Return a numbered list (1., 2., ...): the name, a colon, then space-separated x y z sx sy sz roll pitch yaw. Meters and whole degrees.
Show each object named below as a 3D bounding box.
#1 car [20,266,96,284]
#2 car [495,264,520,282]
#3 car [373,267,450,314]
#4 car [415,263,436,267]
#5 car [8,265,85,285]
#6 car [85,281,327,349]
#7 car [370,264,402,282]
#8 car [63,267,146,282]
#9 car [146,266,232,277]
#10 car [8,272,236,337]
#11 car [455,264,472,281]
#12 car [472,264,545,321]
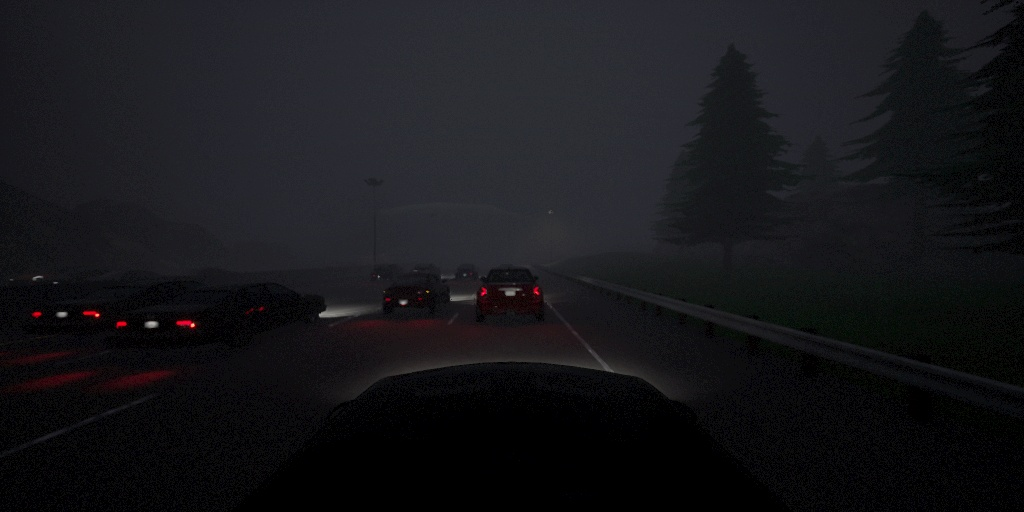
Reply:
1. car: -28.460 1.595 23.962 1.837 1.490 4.892 -1 -1 -1
2. car: -0.412 1.394 30.969 1.994 1.385 4.181 -1 0 -1
3. car: -3.623 1.344 14.102 1.812 1.442 4.674 -1 0 -1
4. car: -7.419 1.391 31.188 2.128 1.511 4.902 -1 0 -1
5. car: -31.978 1.478 25.432 2.097 1.767 4.553 -1 0 -1
6. car: -7.024 1.387 9.451 2.033 1.411 5.357 -1 0 -1
7. car: -10.929 1.440 31.730 1.837 1.490 4.892 -1 0 -1
8. car: -24.948 1.577 23.097 1.812 1.442 4.674 -1 0 -1
9. car: -21.467 1.499 24.608 1.882 1.535 5.008 -1 0 -1
10. car: -10.550 1.425 10.880 2.033 1.411 5.357 -1 0 -1
11. car: -3.945 1.393 31.903 1.812 1.442 4.674 -1 0 -1
12. car: -0.087 1.131 12.747 2.097 1.767 4.553 -1 0 -1
